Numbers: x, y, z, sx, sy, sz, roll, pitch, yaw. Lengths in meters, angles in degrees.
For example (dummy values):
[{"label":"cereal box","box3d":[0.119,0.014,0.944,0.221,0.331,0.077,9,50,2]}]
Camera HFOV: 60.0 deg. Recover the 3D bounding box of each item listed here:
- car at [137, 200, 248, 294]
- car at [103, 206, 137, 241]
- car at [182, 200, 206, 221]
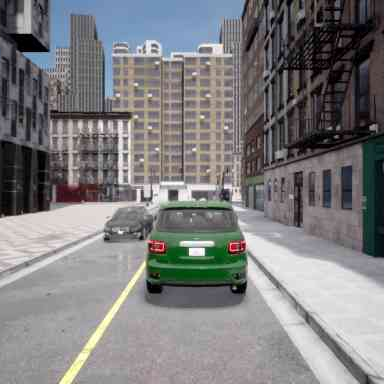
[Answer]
[{"label":"car","box3d":[0.118,1.220,8.955,2.150,2.045,5.566,0,0,1]},{"label":"car","box3d":[-3.054,1.499,16.640,1.837,1.490,4.892,0,0,0]},{"label":"car","box3d":[0.178,1.488,28.135,1.837,1.490,4.892,0,0,0]}]
